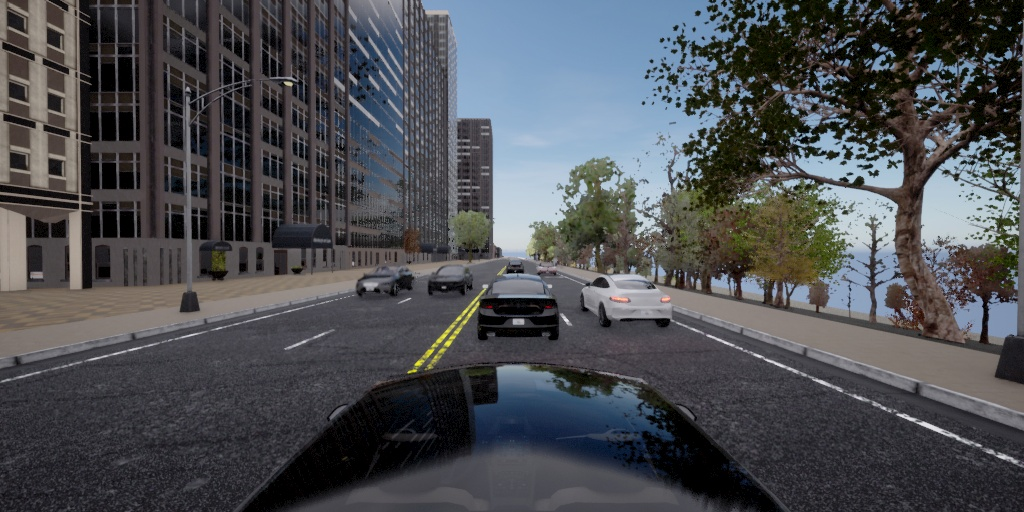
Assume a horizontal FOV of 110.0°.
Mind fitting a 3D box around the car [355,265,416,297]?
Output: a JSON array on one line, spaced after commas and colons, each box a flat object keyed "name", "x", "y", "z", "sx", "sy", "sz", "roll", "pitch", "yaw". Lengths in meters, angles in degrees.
[{"name": "car", "x": -6.487, "y": 1.240, "z": 18.883, "sx": 2.128, "sy": 1.511, "sz": 4.902, "roll": 0, "pitch": 0, "yaw": 0}]

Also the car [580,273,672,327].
[{"name": "car", "x": 3.412, "y": 1.274, "z": 11.360, "sx": 1.812, "sy": 1.442, "sz": 4.674, "roll": 0, "pitch": 0, "yaw": 0}]

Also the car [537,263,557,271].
[{"name": "car", "x": 3.591, "y": 1.347, "z": 37.968, "sx": 1.895, "sy": 1.301, "sz": 4.718, "roll": 0, "pitch": 0, "yaw": 0}]

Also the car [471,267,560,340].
[{"name": "car", "x": 0.155, "y": 1.227, "z": 9.979, "sx": 1.882, "sy": 1.535, "sz": 5.008, "roll": 0, "pitch": 0, "yaw": 0}]

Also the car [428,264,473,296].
[{"name": "car", "x": -3.232, "y": 1.226, "z": 19.625, "sx": 1.882, "sy": 1.535, "sz": 5.008, "roll": 0, "pitch": 0, "yaw": 0}]

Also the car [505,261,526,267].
[{"name": "car", "x": 0.337, "y": 1.251, "z": 37.324, "sx": 1.837, "sy": 1.490, "sz": 4.892, "roll": 0, "pitch": 0, "yaw": 0}]
